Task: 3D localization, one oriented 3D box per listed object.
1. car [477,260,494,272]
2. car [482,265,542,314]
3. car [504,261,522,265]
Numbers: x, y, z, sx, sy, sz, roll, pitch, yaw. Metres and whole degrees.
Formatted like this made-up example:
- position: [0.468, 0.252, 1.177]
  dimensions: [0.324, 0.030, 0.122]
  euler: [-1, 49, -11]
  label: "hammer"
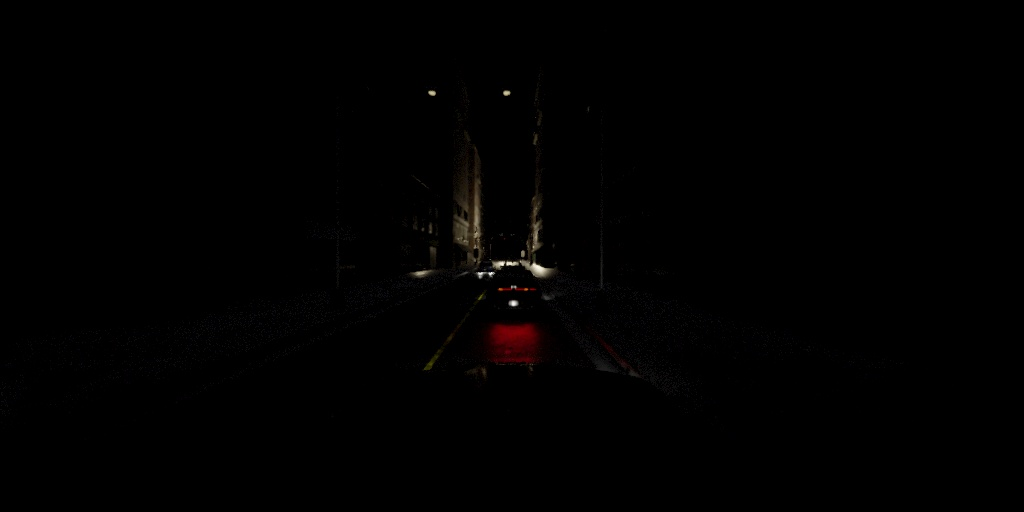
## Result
- position: [-3.110, 1.199, 43.588]
  dimensions: [2.033, 1.411, 5.357]
  euler: [0, 0, 0]
  label: "car"
- position: [0.063, 1.229, 13.490]
  dimensions: [1.837, 1.490, 4.892]
  euler: [0, 0, 0]
  label: "car"
- position: [0.064, 1.184, 29.114]
  dimensions: [2.128, 1.511, 4.902]
  euler: [0, 0, 0]
  label: "car"
